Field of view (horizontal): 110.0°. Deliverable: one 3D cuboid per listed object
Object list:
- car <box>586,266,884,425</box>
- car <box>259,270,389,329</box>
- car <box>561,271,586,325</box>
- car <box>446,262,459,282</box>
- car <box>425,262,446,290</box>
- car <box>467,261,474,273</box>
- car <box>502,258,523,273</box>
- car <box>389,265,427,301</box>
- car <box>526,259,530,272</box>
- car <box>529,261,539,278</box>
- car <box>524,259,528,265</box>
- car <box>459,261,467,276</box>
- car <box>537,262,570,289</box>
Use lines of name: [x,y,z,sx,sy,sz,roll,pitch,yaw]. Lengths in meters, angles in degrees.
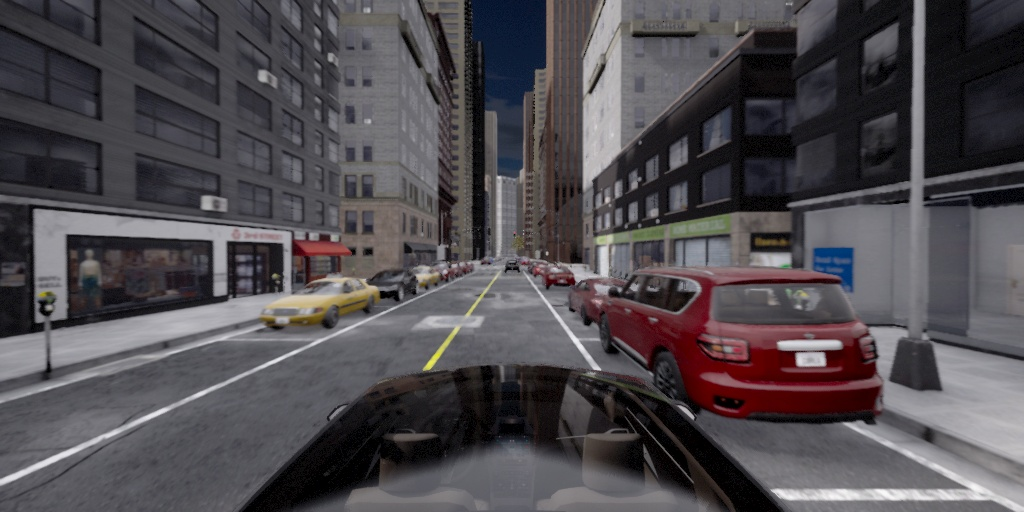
car: [2.856,1.064,5.797,2.192,1.841,5.009,0,0,0]
car: [-5.670,1.273,11.266,1.751,1.417,4.829,0,0,0]
car: [2.855,1.330,11.444,1.802,1.307,4.207,0,0,0]
car: [-5.674,1.188,28.382,1.967,1.591,4.097,0,0,0]
car: [-5.673,1.273,22.564,1.751,1.417,4.829,0,0,0]
car: [-5.676,1.296,39.680,1.888,1.381,4.507,0,0,0]
car: [0.054,1.256,44.669,1.837,1.490,4.892,0,-1,1]
car: [-5.672,1.313,17.085,1.948,1.339,4.313,0,0,0]
car: [2.850,1.317,39.690,1.948,1.339,4.313,0,0,0]
car: [2.851,1.331,34.041,1.802,1.307,4.207,0,0,0]
car: [2.849,1.335,45.340,1.802,1.307,4.207,0,0,0]
car: [-5.675,1.331,34.031,1.802,1.307,4.207,0,0,0]
car: [2.853,1.293,22.742,1.888,1.381,4.507,0,0,0]
